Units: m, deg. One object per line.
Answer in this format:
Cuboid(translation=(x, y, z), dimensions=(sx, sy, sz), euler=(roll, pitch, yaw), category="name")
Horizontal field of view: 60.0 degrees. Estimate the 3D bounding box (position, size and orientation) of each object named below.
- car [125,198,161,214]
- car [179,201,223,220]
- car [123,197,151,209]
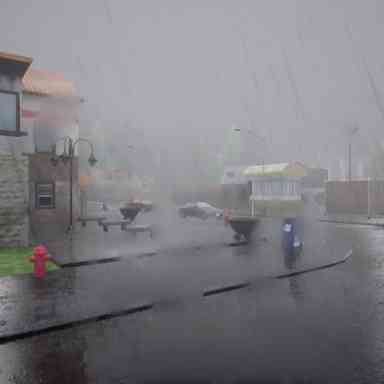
Cuboid(translation=(-5.168, 1.478, 36.151), dimensions=(1.882, 1.535, 5.008), euler=(0, 0, -35), category="car")
Cuboid(translation=(0.639, 1.526, 27.975), dimensions=(1.812, 1.442, 4.674), euler=(0, 0, -36), category="car")
Cuboid(translation=(-7.727, 1.526, 46.754), dimensions=(1.812, 1.442, 4.674), euler=(0, 0, -39), category="car")
